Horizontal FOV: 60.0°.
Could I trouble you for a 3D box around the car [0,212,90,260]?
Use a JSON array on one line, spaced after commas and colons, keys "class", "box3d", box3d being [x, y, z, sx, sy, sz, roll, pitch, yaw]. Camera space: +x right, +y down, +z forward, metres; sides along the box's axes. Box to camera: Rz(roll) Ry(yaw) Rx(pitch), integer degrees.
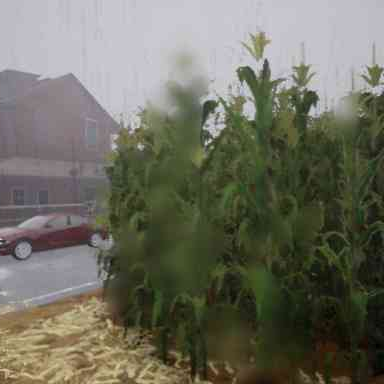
[{"class": "car", "box3d": [-5.619, 1.595, 13.317, 1.882, 1.535, 5.008, -1, 0, 36]}]
